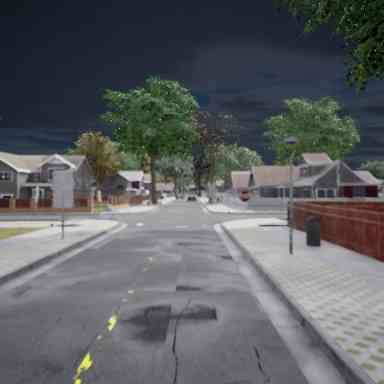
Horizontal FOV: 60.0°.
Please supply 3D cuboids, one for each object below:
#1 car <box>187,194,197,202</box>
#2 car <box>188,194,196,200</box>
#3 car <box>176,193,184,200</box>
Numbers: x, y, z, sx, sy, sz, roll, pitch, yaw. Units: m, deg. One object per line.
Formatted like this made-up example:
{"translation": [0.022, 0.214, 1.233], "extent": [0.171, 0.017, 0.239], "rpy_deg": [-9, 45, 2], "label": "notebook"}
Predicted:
{"translation": [-0.013, 1.369, 72.703], "extent": [1.882, 1.535, 5.008], "rpy_deg": [0, 0, 0], "label": "car"}
{"translation": [-0.015, 1.290, 83.122], "extent": [1.994, 1.385, 4.181], "rpy_deg": [0, 0, 0], "label": "car"}
{"translation": [-2.763, 1.009, 76.872], "extent": [1.837, 1.490, 4.892], "rpy_deg": [0, 0, 0], "label": "car"}
